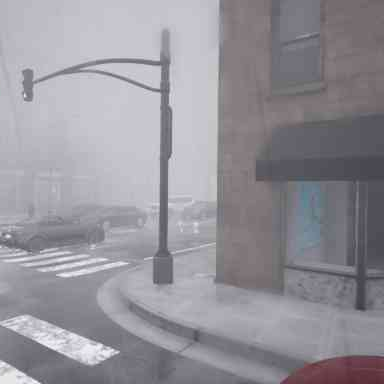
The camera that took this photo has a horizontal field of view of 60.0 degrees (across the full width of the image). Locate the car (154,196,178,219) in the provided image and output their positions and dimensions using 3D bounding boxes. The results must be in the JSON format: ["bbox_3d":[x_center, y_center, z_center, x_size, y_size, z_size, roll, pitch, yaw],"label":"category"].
[{"bbox_3d":[-1.770,1.372,31.648,2.150,2.045,5.566,1,0,35],"label":"car"}]

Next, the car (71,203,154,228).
[{"bbox_3d":[-4.979,1.616,21.541,1.837,1.490,4.892,1,0,35],"label":"car"}]

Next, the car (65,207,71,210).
[{"bbox_3d":[-7.630,1.568,23.420,1.837,1.490,4.892,1,0,35],"label":"car"}]

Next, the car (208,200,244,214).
[{"bbox_3d":[4.201,1.731,40.007,2.128,1.511,4.902,1,0,36],"label":"car"}]

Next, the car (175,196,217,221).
[{"bbox_3d":[0.924,1.550,29.822,2.097,1.767,4.553,1,0,36],"label":"car"}]

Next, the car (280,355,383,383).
[{"bbox_3d":[2.417,1.545,1.229,4.507,1.381,1.887,0,1,35],"label":"car"}]

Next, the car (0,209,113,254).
[{"bbox_3d":[-5.856,1.674,14.376,1.994,1.385,4.181,1,0,36],"label":"car"}]
